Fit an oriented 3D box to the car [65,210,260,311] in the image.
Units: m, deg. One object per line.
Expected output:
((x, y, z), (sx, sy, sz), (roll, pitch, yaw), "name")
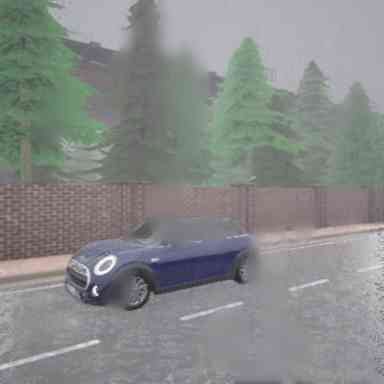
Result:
((-0.542, 1.357, 7.915), (4.553, 1.767, 2.097), (0, 0, -36), "car")
